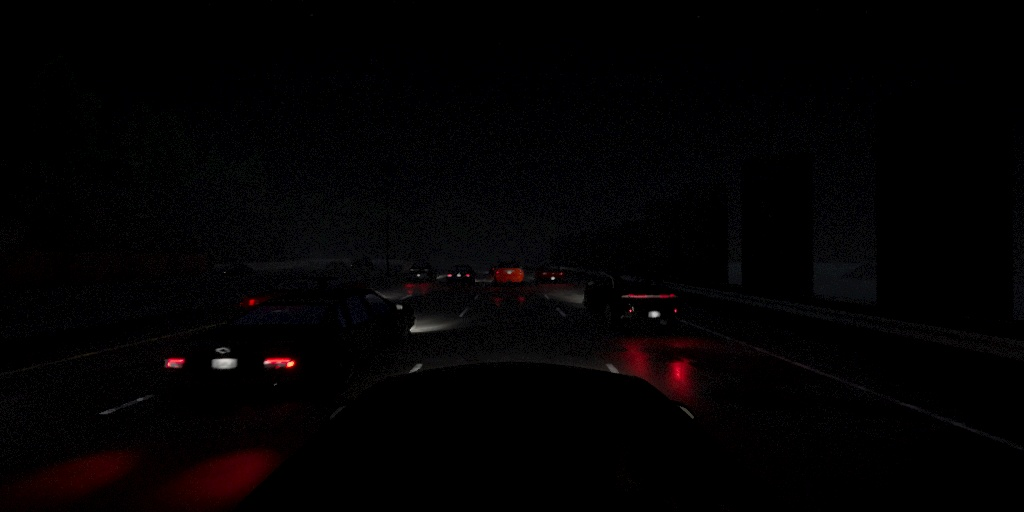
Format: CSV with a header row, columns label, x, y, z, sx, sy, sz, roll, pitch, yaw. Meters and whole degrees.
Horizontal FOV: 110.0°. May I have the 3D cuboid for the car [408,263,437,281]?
label,x,y,z,sx,sy,sz,roll,pitch,yaw
car,-7.609,1.332,30.836,2.128,1.511,4.902,0,0,-5

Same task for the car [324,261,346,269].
label,x,y,z,sx,sy,sz,roll,pitch,yaw
car,-24.418,1.410,49.691,2.128,1.511,4.902,0,0,-11

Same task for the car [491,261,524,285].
label,x,y,z,sx,sy,sz,roll,pitch,yaw
car,-0.308,1.169,26.636,2.097,1.767,4.553,0,0,-3

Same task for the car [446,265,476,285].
label,x,y,z,sx,sy,sz,roll,pitch,yaw
car,-3.777,1.371,26.802,2.033,1.411,5.357,0,0,-4

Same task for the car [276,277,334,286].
label,x,y,z,sx,sy,sz,roll,pitch,yaw
car,-6.889,1.391,12.678,1.895,1.301,4.718,0,0,0

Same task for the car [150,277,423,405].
label,x,y,z,sx,sy,sz,roll,pitch,yaw
car,-3.374,1.316,6.709,2.033,1.411,5.357,0,0,0

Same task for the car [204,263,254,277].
label,x,y,z,sx,sy,sz,roll,pitch,yaw
car,-25.520,1.398,32.595,1.812,1.442,4.674,0,0,-6

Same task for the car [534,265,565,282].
label,x,y,z,sx,sy,sz,roll,pitch,yaw
car,3.001,1.423,30.028,1.895,1.301,4.718,0,0,-4

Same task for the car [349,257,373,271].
label,x,y,z,sx,sy,sz,roll,pitch,yaw
car,-20.883,1.139,49.806,2.150,2.045,5.566,0,-1,-11

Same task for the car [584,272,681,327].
label,x,y,z,sx,sy,sz,roll,pitch,yaw
car,3.609,1.263,11.523,2.128,1.511,4.902,0,0,0

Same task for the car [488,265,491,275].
label,x,y,z,sx,sy,sz,roll,pitch,yaw
car,-1.681,1.461,41.147,1.895,1.301,4.718,0,0,-8
